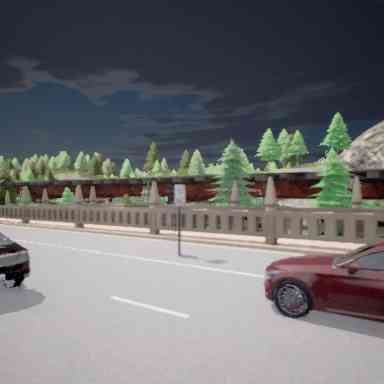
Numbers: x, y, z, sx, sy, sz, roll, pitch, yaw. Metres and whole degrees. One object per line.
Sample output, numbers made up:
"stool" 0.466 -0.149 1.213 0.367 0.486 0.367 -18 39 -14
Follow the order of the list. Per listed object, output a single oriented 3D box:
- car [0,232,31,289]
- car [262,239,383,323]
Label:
"car" -5.932 1.578 8.217 4.902 1.511 2.128 -1 0 36
"car" 3.551 1.526 5.741 4.674 1.442 1.812 -1 0 36
